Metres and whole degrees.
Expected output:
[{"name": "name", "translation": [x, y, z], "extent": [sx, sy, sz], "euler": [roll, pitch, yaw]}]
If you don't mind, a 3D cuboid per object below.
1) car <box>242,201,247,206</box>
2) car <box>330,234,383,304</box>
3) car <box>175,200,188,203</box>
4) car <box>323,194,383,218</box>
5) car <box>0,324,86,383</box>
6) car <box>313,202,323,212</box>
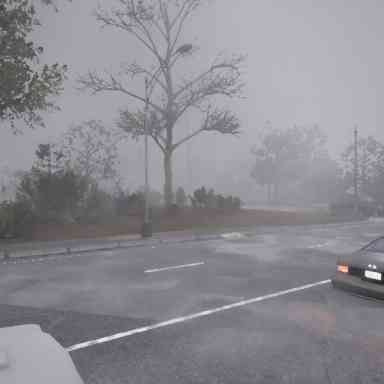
[{"name": "car", "translation": [6.989, 1.691, 54.894], "extent": [1.895, 1.301, 4.718], "euler": [0, 0, -25]}, {"name": "car", "translation": [5.337, 1.547, 7.427], "extent": [5.357, 1.411, 2.033], "euler": [0, 0, -34]}, {"name": "car", "translation": [-2.216, 1.790, 67.305], "extent": [1.837, 1.490, 4.892], "euler": [0, -1, -22]}, {"name": "car", "translation": [15.396, 1.221, 30.951], "extent": [2.150, 2.045, 5.566], "euler": [0, 0, -25]}, {"name": "car", "translation": [-2.907, 1.601, 1.635], "extent": [4.718, 1.301, 1.895], "euler": [0, 0, -36]}, {"name": "car", "translation": [16.114, 1.603, 37.317], "extent": [1.895, 1.301, 4.718], "euler": [0, 0, -29]}]
